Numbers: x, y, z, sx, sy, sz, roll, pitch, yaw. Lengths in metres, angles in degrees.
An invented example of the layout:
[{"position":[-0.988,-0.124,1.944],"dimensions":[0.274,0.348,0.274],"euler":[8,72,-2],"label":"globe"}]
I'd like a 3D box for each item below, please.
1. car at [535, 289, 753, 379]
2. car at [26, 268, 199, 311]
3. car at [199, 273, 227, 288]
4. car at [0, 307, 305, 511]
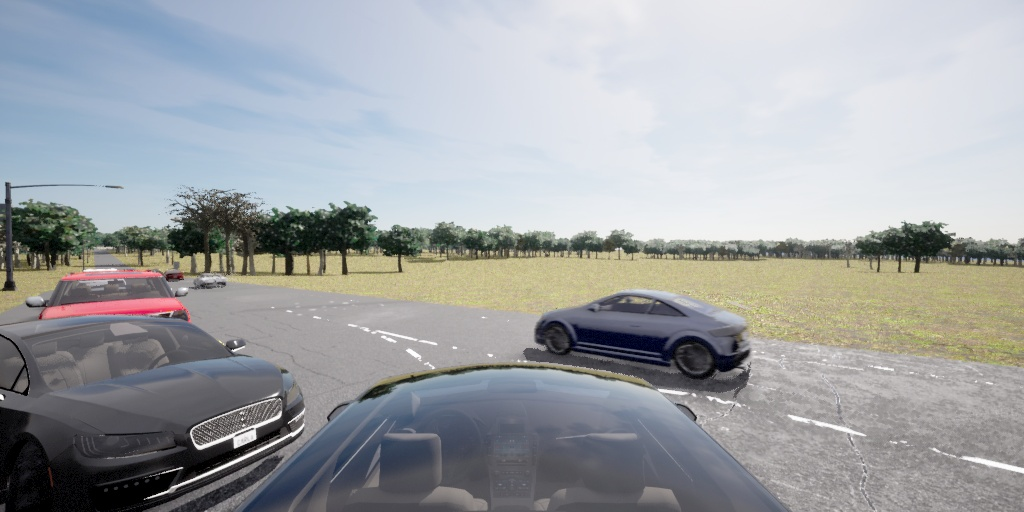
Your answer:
[{"position":[2.527,1.403,7.527],"dimensions":[4.181,1.385,1.994],"euler":[-2,-1,40],"label":"car"},{"position":[-9.510,1.385,8.595],"dimensions":[5.566,2.045,2.150],"euler":[-2,0,41],"label":"car"},{"position":[-29.347,2.323,34.808],"dimensions":[4.718,1.301,1.895],"euler":[-2,0,41],"label":"car"},{"position":[-4.578,1.445,3.972],"dimensions":[4.892,1.490,1.837],"euler":[-3,-3,21],"label":"car"}]
